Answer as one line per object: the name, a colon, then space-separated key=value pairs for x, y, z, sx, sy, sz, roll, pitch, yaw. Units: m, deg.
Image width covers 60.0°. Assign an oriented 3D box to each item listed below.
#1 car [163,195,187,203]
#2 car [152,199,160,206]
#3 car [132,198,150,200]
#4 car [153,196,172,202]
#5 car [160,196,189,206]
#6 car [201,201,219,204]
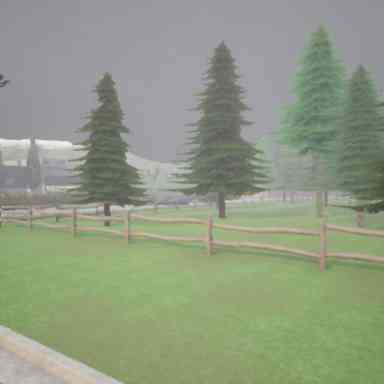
car: x=-3.610 y=1.472 z=71.173 sx=2.033 sy=1.411 sz=5.357 roll=0 pitch=0 yaw=36
car: x=-4.540 y=1.648 z=58.051 sx=1.994 sy=1.385 sz=4.181 roll=0 pitch=0 yaw=37
car: x=-7.895 y=1.593 z=59.415 sx=1.837 sy=1.490 sz=4.892 roll=0 pitch=-1 yaw=37
car: x=-6.426 y=1.492 z=73.251 sx=1.994 sy=1.385 sz=4.181 roll=0 pitch=0 yaw=36
car: x=-2.495 y=1.565 z=54.950 sx=2.128 sy=1.511 sz=4.902 roll=0 pitch=0 yaw=37
car: x=4.344 y=1.623 z=64.266 sx=2.033 sy=1.411 sz=5.357 roll=0 pitch=0 yaw=36
